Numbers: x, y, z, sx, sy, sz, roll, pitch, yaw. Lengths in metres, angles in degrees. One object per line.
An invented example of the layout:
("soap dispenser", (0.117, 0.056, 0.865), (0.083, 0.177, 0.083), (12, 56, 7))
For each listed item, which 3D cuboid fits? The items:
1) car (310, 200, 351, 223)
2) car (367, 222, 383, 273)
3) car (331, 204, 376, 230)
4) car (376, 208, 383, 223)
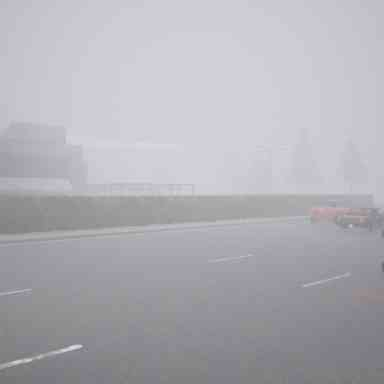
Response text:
("car", (10.677, 1.352, 24.250), (4.553, 1.767, 2.097), (0, 0, -35))
("car", (7.085, 1.547, 8.797), (5.357, 1.411, 2.033), (0, 0, -35))
("car", (10.727, 1.601, 19.991), (4.718, 1.301, 1.895), (0, 0, -35))
("car", (11.156, 1.352, 15.997), (4.553, 1.767, 2.097), (0, 0, -36))
